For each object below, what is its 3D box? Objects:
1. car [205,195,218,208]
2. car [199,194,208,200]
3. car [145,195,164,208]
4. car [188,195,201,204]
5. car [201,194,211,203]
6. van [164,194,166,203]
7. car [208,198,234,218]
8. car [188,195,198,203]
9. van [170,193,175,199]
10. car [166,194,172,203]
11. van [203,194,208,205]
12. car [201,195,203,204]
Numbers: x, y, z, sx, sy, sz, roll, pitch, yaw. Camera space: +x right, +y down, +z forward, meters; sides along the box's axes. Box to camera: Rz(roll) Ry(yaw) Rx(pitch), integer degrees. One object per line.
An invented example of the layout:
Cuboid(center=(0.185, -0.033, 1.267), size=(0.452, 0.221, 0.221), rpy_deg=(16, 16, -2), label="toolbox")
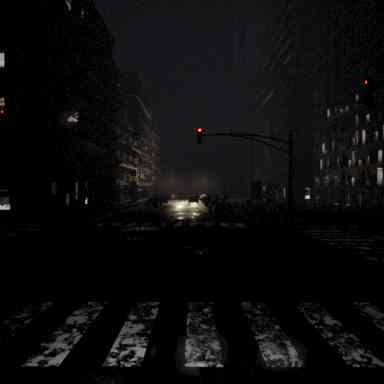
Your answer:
Cuboid(center=(2.753, 1.408, 35.584), size=(1.967, 1.590, 4.097), rpy_deg=(-1, 0, 0), label="car")
Cuboid(center=(2.947, 1.309, 86.396), size=(1.967, 1.590, 4.097), rpy_deg=(-1, 0, 0), label="car")
Cuboid(center=(-5.558, 1.518, 46.869), size=(1.947, 1.339, 4.313), rpy_deg=(-1, 0, 0), label="car")
Cuboid(center=(0.287, 1.433, 60.856), size=(1.837, 1.490, 4.892), rpy_deg=(0, 0, 0), label="car")
Cuboid(center=(2.864, 1.351, 69.459), size=(1.967, 1.590, 4.097), rpy_deg=(-1, 0, 0), label="car")
Cuboid(center=(-5.544, 1.284, 52.514), size=(1.690, 1.788, 3.998), rpy_deg=(-1, 0, 0), label="van")
Cuboid(center=(2.737, 1.520, 29.938), size=(1.887, 1.381, 4.507), rpy_deg=(-1, 0, 0), label="car")
Cuboid(center=(0.243, 1.424, 71.058), size=(2.128, 1.511, 4.902), rpy_deg=(0, 0, 0), label="car")
Cuboid(center=(-5.473, 1.239, 75.099), size=(1.690, 1.788, 3.998), rpy_deg=(-1, 0, 0), label="van")
Cuboid(center=(-5.506, 1.467, 63.806), size=(1.887, 1.381, 4.507), rpy_deg=(-1, 0, 0), label="car")
Cuboid(center=(2.787, 1.293, 46.876), size=(1.690, 1.788, 3.998), rpy_deg=(-1, 0, 0), label="van")
Cuboid(center=(2.807, 1.488, 52.522), size=(1.887, 1.381, 4.507), rpy_deg=(-1, 0, 0), label="car")
